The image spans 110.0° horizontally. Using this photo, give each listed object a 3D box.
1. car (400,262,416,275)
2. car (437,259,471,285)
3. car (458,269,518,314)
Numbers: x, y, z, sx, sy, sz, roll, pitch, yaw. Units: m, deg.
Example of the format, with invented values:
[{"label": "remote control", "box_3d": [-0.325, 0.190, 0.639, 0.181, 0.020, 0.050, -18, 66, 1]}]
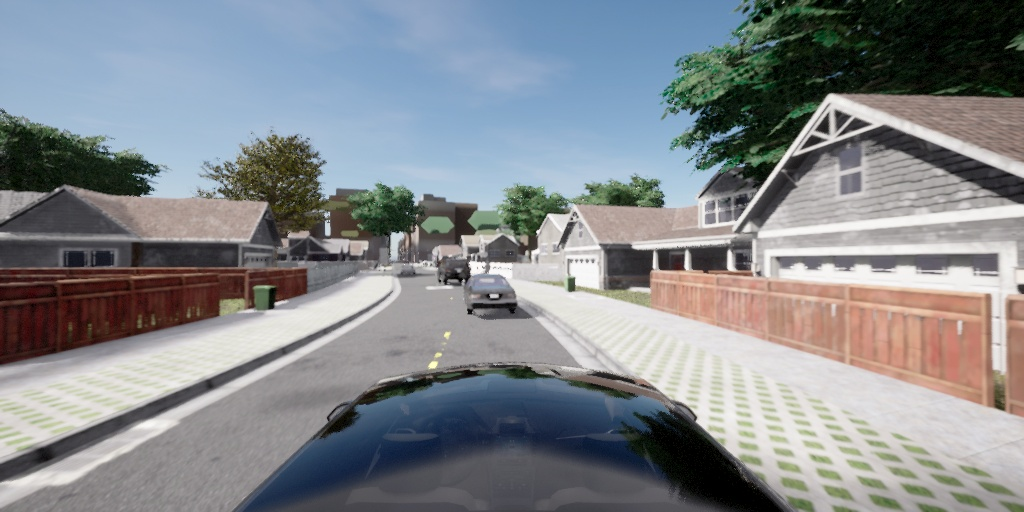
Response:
[{"label": "car", "box_3d": [-13.825, 1.787, 47.678, 1.895, 1.301, 4.718, 0, -1, -18]}, {"label": "car", "box_3d": [-4.790, 1.241, 29.386, 2.150, 2.045, 5.566, 0, 0, -18]}, {"label": "car", "box_3d": [-1.012, 1.424, 14.599, 2.033, 1.411, 5.357, 0, -1, -10]}]
